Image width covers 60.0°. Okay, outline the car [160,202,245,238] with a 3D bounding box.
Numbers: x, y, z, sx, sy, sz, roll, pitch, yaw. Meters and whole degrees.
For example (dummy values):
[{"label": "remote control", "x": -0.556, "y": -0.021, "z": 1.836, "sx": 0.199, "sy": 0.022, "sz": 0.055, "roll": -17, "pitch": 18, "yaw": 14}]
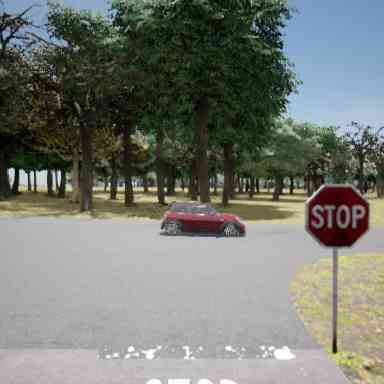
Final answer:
[{"label": "car", "x": 0.599, "y": 1.420, "z": 18.118, "sx": 4.553, "sy": 1.767, "sz": 2.097, "roll": 2, "pitch": 1, "yaw": 0}]
